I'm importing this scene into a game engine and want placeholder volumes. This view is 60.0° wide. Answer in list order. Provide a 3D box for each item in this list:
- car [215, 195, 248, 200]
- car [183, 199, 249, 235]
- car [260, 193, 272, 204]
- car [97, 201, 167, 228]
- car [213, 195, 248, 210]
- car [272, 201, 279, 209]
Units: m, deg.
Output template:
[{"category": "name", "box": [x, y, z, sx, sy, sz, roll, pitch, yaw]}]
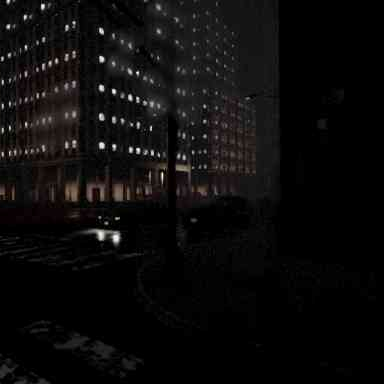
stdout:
[{"category": "car", "box": [3.275, 1.029, 29.594, 1.882, 1.535, 5.008, 0, 1, 35]}, {"category": "car", "box": [1.271, 1.285, 16.684, 1.947, 1.339, 4.313, 1, 1, 35]}, {"category": "car", "box": [10.657, 0.852, 44.542, 1.947, 1.339, 4.313, 1, 1, 35]}, {"category": "car", "box": [-3.185, 1.289, 20.433, 2.033, 1.411, 5.357, 0, 1, 35]}, {"category": "car", "box": [4.149, 1.043, 35.309, 1.947, 1.339, 4.313, 1, 1, 35]}, {"category": "car", "box": [10.174, 0.972, 33.827, 1.994, 1.385, 4.181, 0, 1, 35]}]
